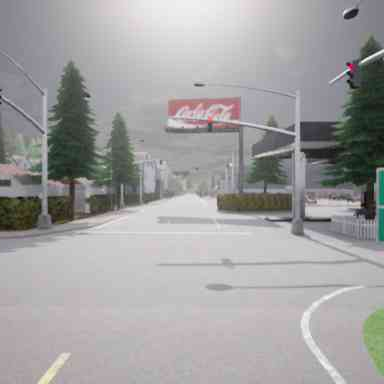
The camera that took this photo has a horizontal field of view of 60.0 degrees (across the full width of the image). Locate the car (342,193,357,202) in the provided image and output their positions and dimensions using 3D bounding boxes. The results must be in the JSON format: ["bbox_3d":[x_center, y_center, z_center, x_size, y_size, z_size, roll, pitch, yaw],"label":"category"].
[{"bbox_3d":[34.940,1.429,71.797,2.007,1.523,4.514,0,0,0],"label":"car"}]

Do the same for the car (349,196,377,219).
[{"bbox_3d":[14.379,1.484,24.949,3.866,1.878,1.905,0,0,0],"label":"car"}]

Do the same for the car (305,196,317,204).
[{"bbox_3d":[22.532,1.499,64.012,1.970,1.475,3.806,0,0,0],"label":"car"}]

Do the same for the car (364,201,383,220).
[{"bbox_3d":[18.709,1.646,30.617,4.611,1.667,2.242,0,0,0],"label":"car"}]
